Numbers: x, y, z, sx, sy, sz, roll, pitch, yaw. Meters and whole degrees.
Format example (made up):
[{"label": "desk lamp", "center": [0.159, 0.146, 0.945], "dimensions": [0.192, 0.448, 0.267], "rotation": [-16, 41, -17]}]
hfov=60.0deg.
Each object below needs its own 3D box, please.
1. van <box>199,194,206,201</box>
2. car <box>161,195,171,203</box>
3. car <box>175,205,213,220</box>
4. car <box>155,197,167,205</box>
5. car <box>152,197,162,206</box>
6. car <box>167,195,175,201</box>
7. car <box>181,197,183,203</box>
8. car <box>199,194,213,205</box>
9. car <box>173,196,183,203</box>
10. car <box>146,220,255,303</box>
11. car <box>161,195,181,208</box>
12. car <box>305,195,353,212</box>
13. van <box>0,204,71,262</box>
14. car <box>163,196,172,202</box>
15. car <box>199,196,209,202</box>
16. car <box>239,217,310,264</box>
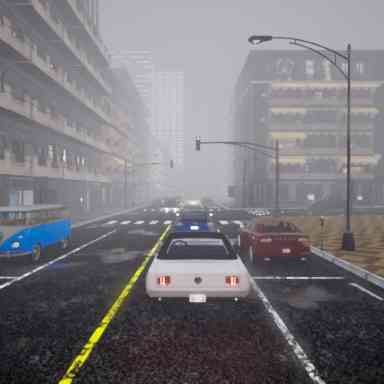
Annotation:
[{"label": "van", "center": [2.789, 1.397, 88.363], "dimensions": [1.690, 1.788, 3.998], "rotation": [-1, 0, 0]}, {"label": "car", "center": [-5.611, 1.476, 71.795], "dimensions": [1.967, 1.590, 4.097], "rotation": [-1, 0, 0]}, {"label": "car", "center": [0.118, 1.565, 16.872], "dimensions": [1.994, 1.385, 4.181], "rotation": [0, 0, 0]}, {"label": "car", "center": [-5.623, 1.591, 60.739], "dimensions": [1.947, 1.339, 4.313], "rotation": [0, 0, 0]}, {"label": "car", "center": [-5.630, 1.571, 55.212], "dimensions": [2.008, 1.369, 4.403], "rotation": [0, 0, 0]}, {"label": "car", "center": [-5.590, 1.581, 88.209], "dimensions": [1.752, 1.417, 4.829], "rotation": [-1, 0, 0]}, {"label": "car", "center": [-3.002, 1.572, 59.530], "dimensions": [2.033, 1.411, 5.357], "rotation": [0, 0, 1]}, {"label": "car", "center": [2.756, 1.465, 60.724], "dimensions": [1.967, 1.590, 4.097], "rotation": [-1, 0, 0]}, {"label": "car", "center": [-2.916, 1.534, 69.685], "dimensions": [1.837, 1.490, 4.892], "rotation": [0, 0, 0]}, {"label": "car", "center": [0.110, 1.601, 8.134], "dimensions": [1.895, 1.301, 4.718], "rotation": [0, 0, 0]}, {"label": "car", "center": [-3.033, 1.579, 49.543], "dimensions": [1.994, 1.385, 4.181], "rotation": [0, 0, 0]}, {"label": "car", "center": [14.193, 1.097, 34.677], "dimensions": [4.553, 1.767, 2.097], "rotation": [-1, 0, 2]}, {"label": "van", "center": [-5.686, 1.341, 11.736], "dimensions": [1.690, 1.788, 3.998], "rotation": [0, 0, 0]}, {"label": "car", "center": [-5.603, 1.624, 77.323], "dimensions": [1.802, 1.307, 4.206], "rotation": [-1, 0, 0]}, {"label": "car", "center": [2.778, 1.593, 77.307], "dimensions": [2.008, 1.369, 4.403], "rotation": [-1, 0, 0]}, {"label": "car", "center": [2.696, 1.545, 11.725], "dimensions": [1.887, 1.381, 4.507], "rotation": [0, 0, 0]}]
